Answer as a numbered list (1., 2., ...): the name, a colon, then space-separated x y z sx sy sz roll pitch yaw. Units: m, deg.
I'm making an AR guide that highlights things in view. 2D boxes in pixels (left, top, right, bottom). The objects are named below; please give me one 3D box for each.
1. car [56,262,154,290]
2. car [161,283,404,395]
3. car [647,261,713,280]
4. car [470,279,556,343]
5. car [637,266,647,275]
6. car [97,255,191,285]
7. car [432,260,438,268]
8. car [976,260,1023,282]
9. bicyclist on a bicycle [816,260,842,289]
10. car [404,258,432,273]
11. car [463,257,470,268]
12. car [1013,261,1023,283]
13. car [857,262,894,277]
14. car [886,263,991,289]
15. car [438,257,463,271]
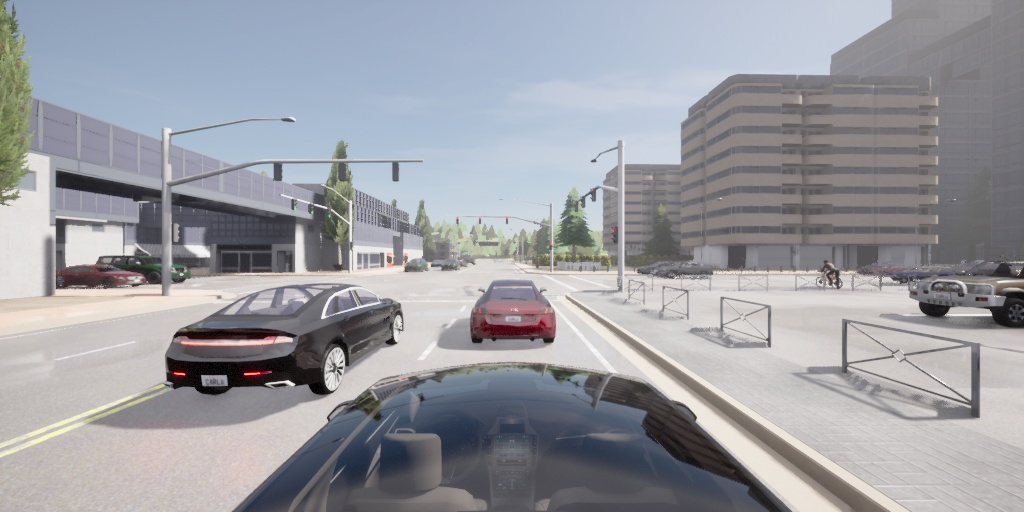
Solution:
1. car: -25.600 1.275 22.174 4.674 1.442 1.812 0 0 -2
2. car: -3.472 1.242 6.610 2.128 1.511 4.902 0 0 0
3. car: 14.870 1.241 31.206 4.902 1.511 2.128 0 0 -2
4. car: 0.014 1.314 9.667 1.994 1.385 4.181 0 0 0
5. car: 14.654 1.254 34.701 4.892 1.490 1.837 0 0 -2
6. car: -26.437 0.971 25.635 5.566 2.045 2.150 0 0 -1
7. car: -12.107 1.297 59.157 2.033 1.411 5.357 0 0 -1
8. car: 41.445 1.297 31.942 5.357 1.411 2.033 0 0 -1
9. bicyclist on a bicycle: 17.933 1.052 20.308 0.582 1.620 1.656 0 0 -2
10. car: -11.756 1.103 44.200 2.097 1.767 4.553 0 0 0
11. car: -8.631 1.311 60.179 1.994 1.385 4.181 0 0 -1
12. car: 43.309 1.314 28.389 4.181 1.385 1.994 0 0 -1
13. car: 36.718 1.314 35.334 4.181 1.385 1.994 0 0 -1
14. car: 28.930 1.351 24.425 4.718 1.301 1.895 0 0 -2
15. car: -8.339 1.102 49.067 2.097 1.767 4.553 0 0 -1
